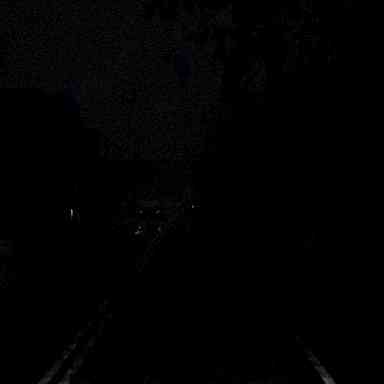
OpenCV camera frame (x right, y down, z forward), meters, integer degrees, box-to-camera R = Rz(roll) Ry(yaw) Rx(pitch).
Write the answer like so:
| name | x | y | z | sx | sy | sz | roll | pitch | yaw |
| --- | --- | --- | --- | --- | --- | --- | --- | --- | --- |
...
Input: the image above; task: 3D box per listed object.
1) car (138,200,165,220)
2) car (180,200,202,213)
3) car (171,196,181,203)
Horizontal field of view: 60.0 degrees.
| name | x | y | z | sx | sy | sz | roll | pitch | yaw |
| --- | --- | --- | --- | --- | --- | --- | --- | --- | --- |
| car | -3.346 | 1.452 | 28.275 | 1.882 | 1.535 | 5.008 | 0 | 0 | 0 |
| car | 0.103 | 1.513 | 35.938 | 2.033 | 1.411 | 5.357 | 0 | 0 | 0 |
| car | -3.237 | 1.553 | 68.221 | 1.994 | 1.385 | 4.181 | 0 | 0 | 0 |
